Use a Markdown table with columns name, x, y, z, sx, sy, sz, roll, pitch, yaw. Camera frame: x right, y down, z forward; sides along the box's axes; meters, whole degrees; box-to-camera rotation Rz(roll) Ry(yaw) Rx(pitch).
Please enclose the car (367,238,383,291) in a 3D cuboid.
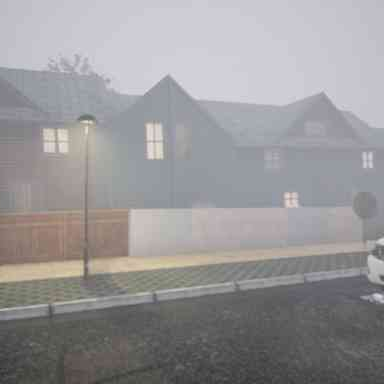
| name | x | y | z | sx | sy | sz | roll | pitch | yaw |
| --- | --- | --- | --- | --- | --- | --- | --- | --- | --- |
| car | 6.571 | 1.318 | 7.761 | 5.566 | 2.045 | 2.150 | 1 | 0 | -29 |
